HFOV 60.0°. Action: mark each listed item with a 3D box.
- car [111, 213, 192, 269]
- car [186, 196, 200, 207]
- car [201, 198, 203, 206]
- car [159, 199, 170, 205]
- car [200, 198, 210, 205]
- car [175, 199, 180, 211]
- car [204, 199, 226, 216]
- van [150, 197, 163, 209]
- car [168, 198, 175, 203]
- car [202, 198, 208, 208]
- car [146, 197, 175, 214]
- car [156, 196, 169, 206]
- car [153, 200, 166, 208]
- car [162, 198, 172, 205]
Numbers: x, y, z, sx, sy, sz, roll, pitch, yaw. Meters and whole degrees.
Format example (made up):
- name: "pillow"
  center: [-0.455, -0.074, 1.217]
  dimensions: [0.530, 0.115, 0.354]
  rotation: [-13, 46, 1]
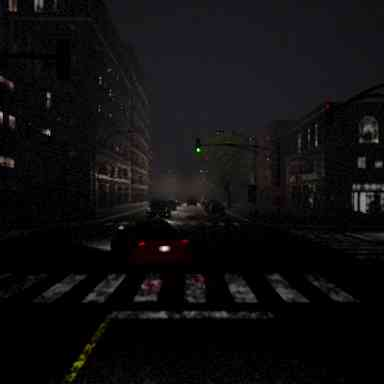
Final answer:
- name: "car"
  center: [-1.544, 1.640, 11.631]
  dimensions: [1.994, 1.385, 4.181]
  rotation: [0, 0, -21]
- name: "car"
  center: [-0.007, 1.956, 62.981]
  dimensions: [1.882, 1.535, 5.008]
  rotation: [0, -1, 0]
- name: "car"
  center: [2.683, 1.790, 47.603]
  dimensions: [1.967, 1.590, 4.097]
  rotation: [0, 0, 0]
- name: "car"
  center: [-5.700, 2.109, 70.390]
  dimensions: [1.947, 1.339, 4.313]
  rotation: [0, -1, 0]
- name: "car"
  center: [2.680, 1.983, 70.390]
  dimensions: [1.967, 1.590, 4.097]
  rotation: [0, -1, 0]
- name: "car"
  center: [-3.087, 1.862, 45.928]
  dimensions: [1.812, 1.442, 4.674]
  rotation: [0, 0, 0]
- name: "car"
  center: [2.685, 1.810, 36.209]
  dimensions: [2.008, 1.369, 4.403]
  rotation: [0, 0, 0]
- name: "van"
  center: [-5.698, 1.737, 53.301]
  dimensions: [1.690, 1.788, 3.998]
  rotation: [0, 0, 0]
- name: "car"
  center: [-5.703, 2.276, 93.006]
  dimensions: [1.752, 1.417, 4.829]
  rotation: [0, -1, 0]
- name: "car"
  center: [2.685, 1.745, 41.907]
  dimensions: [1.967, 1.590, 4.097]
  rotation: [0, 0, 0]
- name: "car"
  center: [-3.067, 1.576, 31.686]
  dimensions: [2.097, 1.767, 4.553]
  rotation: [0, -1, 0]
- name: "car"
  center: [-5.700, 1.808, 64.695]
  dimensions: [2.192, 1.841, 5.009]
  rotation: [0, 0, 0]
- name: "car"
  center: [-5.699, 2.026, 58.996]
  dimensions: [1.802, 1.307, 4.206]
  rotation: [0, 0, 0]
- name: "car"
  center: [-5.701, 2.145, 76.086]
  dimensions: [2.008, 1.369, 4.403]
  rotation: [0, -1, 0]
